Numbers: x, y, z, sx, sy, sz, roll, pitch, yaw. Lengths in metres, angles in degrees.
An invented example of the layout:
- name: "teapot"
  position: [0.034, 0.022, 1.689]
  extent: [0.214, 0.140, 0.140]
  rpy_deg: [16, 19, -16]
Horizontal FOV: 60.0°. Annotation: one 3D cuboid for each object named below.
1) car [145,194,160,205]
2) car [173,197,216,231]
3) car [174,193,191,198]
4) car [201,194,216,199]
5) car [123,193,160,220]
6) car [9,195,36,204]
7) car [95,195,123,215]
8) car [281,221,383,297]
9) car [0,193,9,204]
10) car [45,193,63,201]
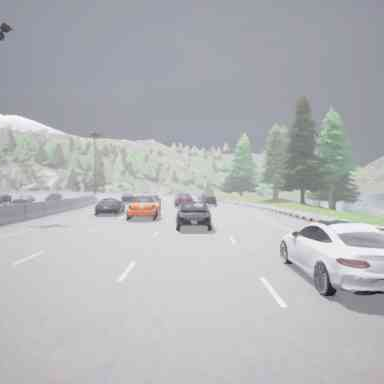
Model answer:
- name: "car"
  position: [-5.641, 1.022, 47.149]
  extent: [1.994, 1.385, 4.181]
  rpy_deg: [0, 1, -10]
- name: "car"
  position: [0.089, 1.272, 19.095]
  extent: [2.128, 1.511, 4.902]
  rpy_deg: [0, 1, 0]
- name: "car"
  position: [-1.100, 0.894, 39.720]
  extent: [2.097, 1.767, 4.553]
  rpy_deg: [0, 1, -7]
- name: "car"
  position: [1.967, 1.002, 43.843]
  extent: [1.837, 1.490, 4.892]
  rpy_deg: [0, 1, -8]
- name: "car"
  position: [-3.520, 1.064, 24.889]
  extent: [2.097, 1.767, 4.553]
  rpy_deg: [0, 1, -2]
- name: "car"
  position: [-23.573, 1.062, 46.771]
  extent: [1.895, 1.301, 4.718]
  rpy_deg: [0, 1, -10]
- name: "car"
  position: [-7.170, 1.227, 29.266]
  extent: [1.994, 1.385, 4.181]
  rpy_deg: [0, 1, -3]
- name: "car"
  position: [3.595, 1.430, 8.210]
  extent: [1.812, 1.442, 4.674]
  rpy_deg: [0, 1, 0]
- name: "car"
  position: [-27.278, 0.943, 47.525]
  extent: [2.128, 1.511, 4.902]
  rpy_deg: [0, 1, -11]
- name: "car"
  position: [-20.673, 0.926, 50.109]
  extent: [1.837, 1.490, 4.892]
  rpy_deg: [0, 1, -11]
